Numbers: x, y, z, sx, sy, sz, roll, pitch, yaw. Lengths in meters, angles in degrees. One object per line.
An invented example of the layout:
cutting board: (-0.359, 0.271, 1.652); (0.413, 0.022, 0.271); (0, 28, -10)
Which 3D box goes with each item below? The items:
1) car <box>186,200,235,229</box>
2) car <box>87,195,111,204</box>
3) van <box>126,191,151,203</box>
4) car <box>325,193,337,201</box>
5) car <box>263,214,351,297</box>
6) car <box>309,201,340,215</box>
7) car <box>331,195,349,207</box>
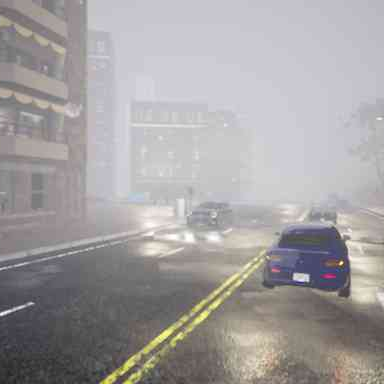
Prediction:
car: (1.285, 1.343, 21.766); (2.097, 1.767, 4.553); (0, 0, 22)
car: (-13.119, 1.024, 45.261); (4.206, 1.307, 1.802); (1, -1, -9)
van: (-8.693, 0.817, 54.405); (3.998, 1.788, 1.690); (1, -1, -9)
car: (28.724, 1.275, 68.210); (2.150, 2.045, 5.566); (0, 0, 18)
car: (3.081, 1.534, 8.720); (1.812, 1.442, 4.674); (0, 0, 23)
car: (9.978, 1.625, 25.410); (1.895, 1.301, 4.718); (0, 0, 22)
car: (23.657, 1.615, 52.851); (1.994, 1.385, 4.181); (0, 0, 19)
